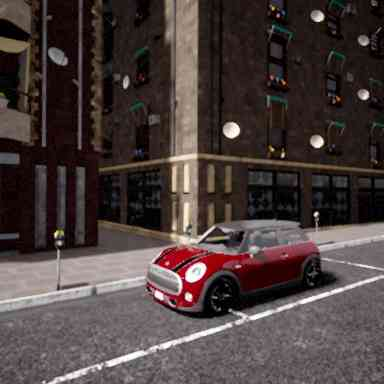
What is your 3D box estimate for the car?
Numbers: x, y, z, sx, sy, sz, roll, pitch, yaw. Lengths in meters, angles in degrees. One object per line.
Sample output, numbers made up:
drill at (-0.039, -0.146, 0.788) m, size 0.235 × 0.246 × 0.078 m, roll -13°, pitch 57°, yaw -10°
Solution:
car at (1.008, 1.400, 7.409) m, size 4.097 × 1.590 × 1.967 m, roll -1°, pitch 1°, yaw -35°
